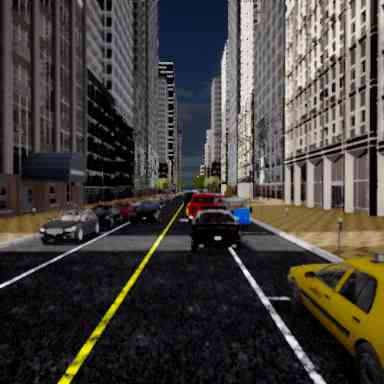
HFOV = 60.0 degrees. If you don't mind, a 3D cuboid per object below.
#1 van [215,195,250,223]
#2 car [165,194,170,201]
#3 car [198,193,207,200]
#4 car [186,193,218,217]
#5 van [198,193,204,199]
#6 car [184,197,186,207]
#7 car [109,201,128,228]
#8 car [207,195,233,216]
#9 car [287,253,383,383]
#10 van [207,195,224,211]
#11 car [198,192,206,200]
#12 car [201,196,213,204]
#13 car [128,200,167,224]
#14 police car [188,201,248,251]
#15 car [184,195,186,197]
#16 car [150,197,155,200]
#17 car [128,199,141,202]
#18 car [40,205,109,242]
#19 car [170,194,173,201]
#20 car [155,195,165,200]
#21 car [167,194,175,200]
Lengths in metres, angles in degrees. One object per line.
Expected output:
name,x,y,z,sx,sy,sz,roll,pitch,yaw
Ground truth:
van,2.676,1.284,21.636,1.690,1.788,3.998,-1,0,0
car,-5.711,1.388,61.420,2.008,1.369,4.403,-1,0,0
car,2.662,1.091,84.156,2.192,1.841,5.009,-1,0,0
car,0.819,1.159,23.997,2.150,2.045,5.566,0,0,-1
van,2.660,1.085,95.523,1.690,1.788,3.998,-1,0,0
car,0.606,1.403,30.084,1.882,1.535,5.008,0,0,6
car,-5.702,1.509,21.635,1.947,1.339,4.313,-1,0,0
car,2.673,1.228,33.003,2.192,1.841,5.009,-1,0,0
car,2.682,1.512,4.756,1.752,1.417,4.829,-1,0,0
van,2.673,1.239,38.687,1.690,1.788,3.998,-1,0,0
car,2.661,1.075,89.840,2.192,1.841,5.009,-1,0,0
car,2.670,1.388,61.422,2.008,1.369,4.403,-1,0,0
car,-3.103,1.501,23.682,1.994,1.385,4.181,0,0,0
police car,0.897,1.388,14.092,1.930,1.638,5.238,0,0,0
car,-0.011,1.091,49.203,2.150,2.045,5.566,0,0,0
car,-5.706,1.480,38.686,1.802,1.307,4.206,-1,0,0
car,-5.703,1.472,27.318,1.887,1.381,4.507,-1,0,0
car,-5.701,1.508,15.951,2.008,1.369,4.403,-1,0,0
car,-5.713,1.389,72.787,1.802,1.307,4.206,-1,0,0
car,-5.709,1.419,50.053,2.008,1.369,4.403,-1,0,0
car,-5.717,1.286,89.669,1.752,1.417,4.829,-1,0,0
